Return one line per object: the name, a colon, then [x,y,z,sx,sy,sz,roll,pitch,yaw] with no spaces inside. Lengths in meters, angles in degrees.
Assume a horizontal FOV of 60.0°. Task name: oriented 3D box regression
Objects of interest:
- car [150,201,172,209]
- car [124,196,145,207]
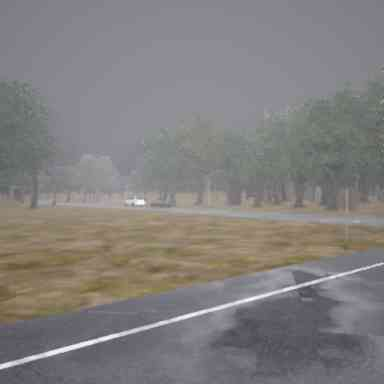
car: [-5.253,2.082,55.371,1.895,1.301,4.718,2,-2,-34]
car: [-10.972,1.864,63.666,2.150,2.045,5.566,2,-2,-34]
